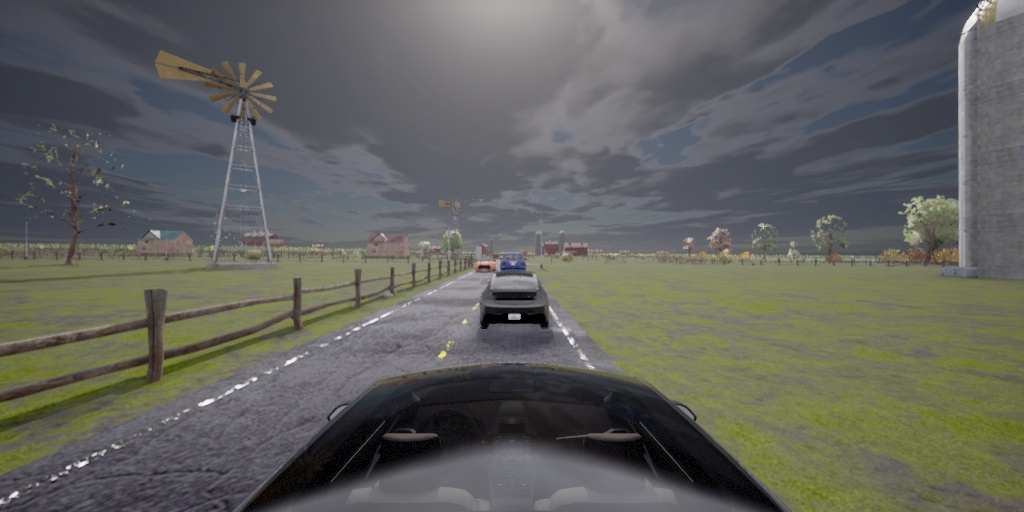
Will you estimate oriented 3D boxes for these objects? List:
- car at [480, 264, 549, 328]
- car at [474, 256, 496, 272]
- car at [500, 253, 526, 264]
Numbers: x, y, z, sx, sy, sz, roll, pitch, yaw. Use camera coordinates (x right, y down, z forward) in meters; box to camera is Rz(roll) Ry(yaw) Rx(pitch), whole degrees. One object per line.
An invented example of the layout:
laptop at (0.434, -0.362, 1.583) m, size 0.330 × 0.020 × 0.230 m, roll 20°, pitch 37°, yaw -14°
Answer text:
car at (0.076, 1.189, 11.119) m, size 1.837 × 1.490 × 4.892 m, roll 0°, pitch 1°, yaw 0°
car at (-2.839, 0.822, 38.867) m, size 2.097 × 1.767 × 4.553 m, roll 0°, pitch 0°, yaw 0°
car at (0.097, 0.744, 32.027) m, size 2.150 × 2.045 × 5.566 m, roll 0°, pitch 0°, yaw 0°
